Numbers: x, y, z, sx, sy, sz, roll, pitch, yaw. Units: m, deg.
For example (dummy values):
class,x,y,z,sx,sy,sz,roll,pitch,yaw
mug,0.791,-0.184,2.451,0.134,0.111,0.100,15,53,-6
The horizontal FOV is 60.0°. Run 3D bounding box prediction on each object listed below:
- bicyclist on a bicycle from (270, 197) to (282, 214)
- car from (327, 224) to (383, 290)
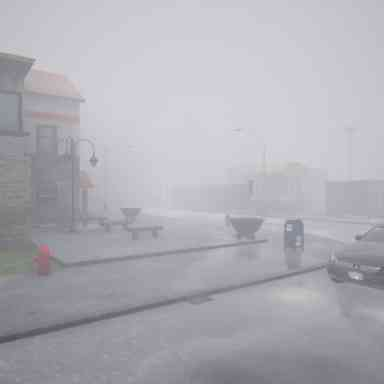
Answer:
class,x,y,z,sx,sy,sz,roll,pitch,yaw
bicyclist on a bicycle,8.116,1.349,32.064,1.656,1.620,0.582,0,0,-35
car,5.387,1.525,8.448,4.674,1.442,1.812,0,0,-35
